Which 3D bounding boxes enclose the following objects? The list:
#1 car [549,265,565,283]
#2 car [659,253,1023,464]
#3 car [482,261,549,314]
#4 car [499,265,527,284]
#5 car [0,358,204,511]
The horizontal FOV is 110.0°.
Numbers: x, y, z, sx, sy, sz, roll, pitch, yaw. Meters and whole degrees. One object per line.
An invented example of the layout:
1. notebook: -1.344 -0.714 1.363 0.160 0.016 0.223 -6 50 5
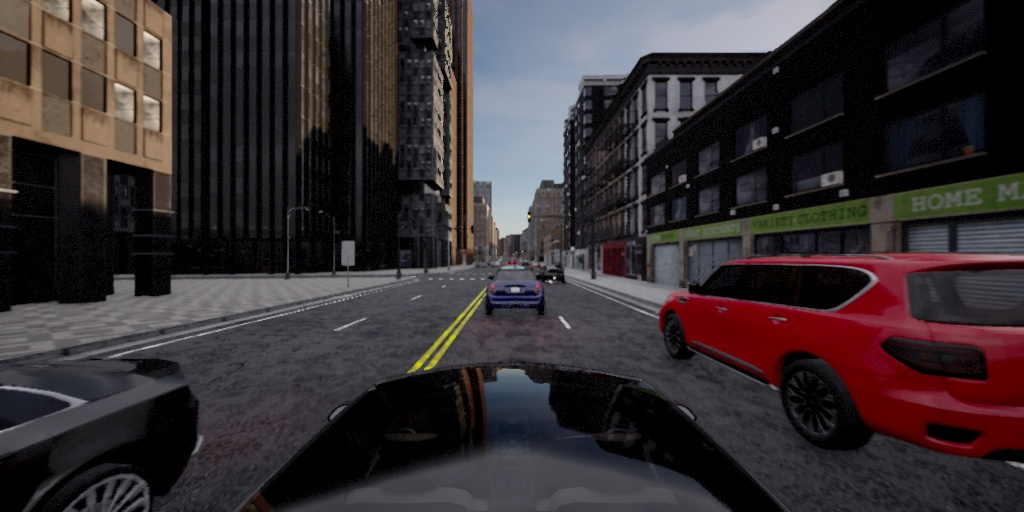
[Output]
1. car: 3.336 1.470 30.440 1.837 1.490 4.892 0 0 0
2. car: 4.227 1.002 5.363 2.150 2.045 5.566 0 0 0
3. car: 0.115 1.193 14.354 2.097 1.767 4.553 0 0 0
4. car: -0.023 1.516 31.148 2.033 1.411 5.357 0 0 -4
5. car: -3.354 1.234 0.739 2.128 1.511 4.902 0 0 0
